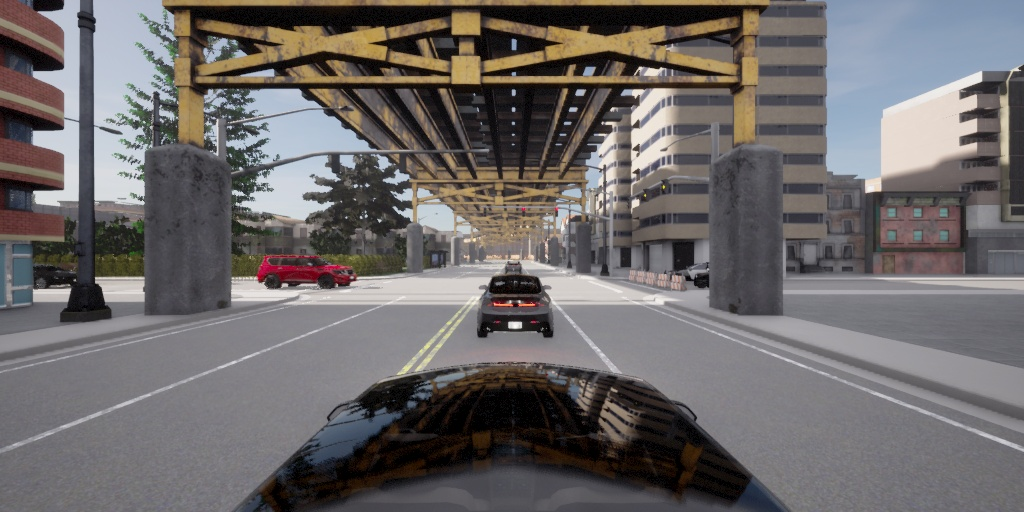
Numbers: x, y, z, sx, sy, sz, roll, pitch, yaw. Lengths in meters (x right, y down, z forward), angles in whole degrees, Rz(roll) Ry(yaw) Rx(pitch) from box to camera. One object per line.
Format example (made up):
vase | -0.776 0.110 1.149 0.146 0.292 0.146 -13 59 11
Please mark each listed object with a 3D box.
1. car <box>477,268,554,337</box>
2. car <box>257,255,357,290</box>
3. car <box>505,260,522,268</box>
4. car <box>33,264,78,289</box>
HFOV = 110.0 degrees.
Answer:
car | 0.089 1.255 10.211 1.837 1.490 4.892 0 0 0
car | -12.608 0.971 22.169 5.566 2.045 2.150 0 0 3
car | 0.163 1.241 41.660 2.128 1.511 4.902 0 0 0
car | -29.666 1.254 22.389 4.892 1.490 1.837 0 0 0
